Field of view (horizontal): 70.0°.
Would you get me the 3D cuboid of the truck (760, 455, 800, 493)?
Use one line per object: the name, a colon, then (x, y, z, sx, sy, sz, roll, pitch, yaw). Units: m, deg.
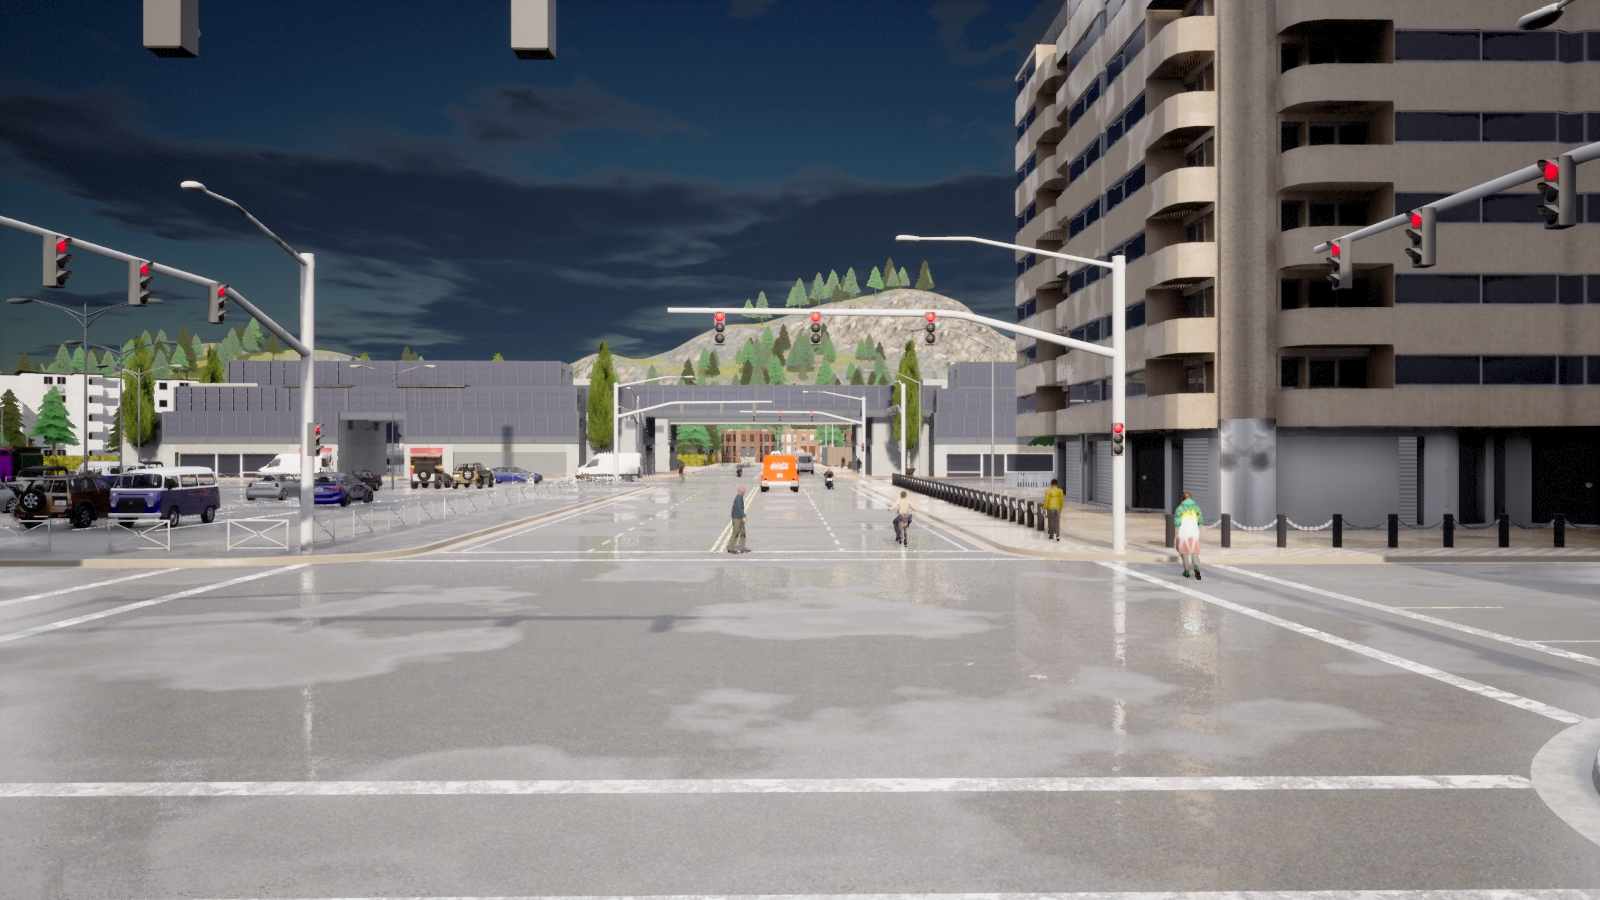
truck: (-1.366, 1.564, 77.071, 2.627, 2.467, 5.204, 0, 0, -1)

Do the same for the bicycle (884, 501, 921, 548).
bicycle: (2.985, 2.157, 33.392, 0.859, 1.276, 1.487, 1, 0, -3)

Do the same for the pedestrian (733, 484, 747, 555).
pedestrian: (-1.596, 1.839, 30.306, 0.375, 1.860, 0.375, 0, 0, -2)

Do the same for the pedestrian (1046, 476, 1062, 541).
pedestrian: (7.324, 1.695, 32.982, 0.375, 1.860, 0.375, 0, 0, -1)

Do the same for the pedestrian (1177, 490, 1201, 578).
pedestrian: (8.348, 1.804, 24.511, 0.375, 1.860, 0.375, 0, 0, -2)
